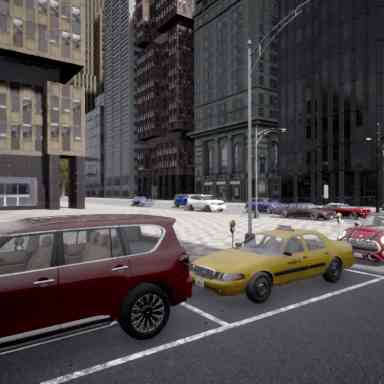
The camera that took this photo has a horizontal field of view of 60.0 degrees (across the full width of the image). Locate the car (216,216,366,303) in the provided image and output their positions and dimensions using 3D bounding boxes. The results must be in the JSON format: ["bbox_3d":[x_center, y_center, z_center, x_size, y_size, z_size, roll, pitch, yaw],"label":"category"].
[{"bbox_3d":[2.105,1.525,8.174,4.829,1.417,1.752,0,0,-36],"label":"car"}]

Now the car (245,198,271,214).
[{"bbox_3d":[7.971,1.425,36.328,2.097,1.767,4.553,0,0,-36],"label":"car"}]

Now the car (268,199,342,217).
[{"bbox_3d":[9.538,1.613,28.553,2.033,1.411,5.357,0,0,-36],"label":"car"}]

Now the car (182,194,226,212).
[{"bbox_3d":[1.586,1.326,39.641,2.150,2.045,5.566,0,0,-36],"label":"car"}]

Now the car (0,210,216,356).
[{"bbox_3d":[-2.309,1.315,5.008,5.009,1.841,2.192,0,0,-36],"label":"car"}]

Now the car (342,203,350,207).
[{"bbox_3d":[13.106,1.648,29.154,1.895,1.301,4.718,0,0,-36],"label":"car"}]

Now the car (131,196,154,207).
[{"bbox_3d":[-7.877,1.504,52.952,2.097,1.767,4.553,0,0,-35],"label":"car"}]

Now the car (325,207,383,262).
[{"bbox_3d":[6.795,1.439,11.540,4.097,1.590,1.967,0,0,-36],"label":"car"}]

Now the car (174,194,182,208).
[{"bbox_3d":[-0.509,1.334,48.167,2.150,2.045,5.566,0,1,-35],"label":"car"}]
